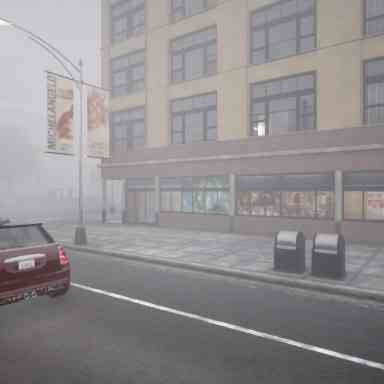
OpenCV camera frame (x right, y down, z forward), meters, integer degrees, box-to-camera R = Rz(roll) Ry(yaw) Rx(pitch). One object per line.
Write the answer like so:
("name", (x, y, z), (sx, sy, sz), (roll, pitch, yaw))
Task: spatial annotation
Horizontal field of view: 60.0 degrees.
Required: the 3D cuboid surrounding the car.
("car", (-4.763, 1.352, 7.369), (4.553, 1.767, 2.097), (0, 0, 36))
